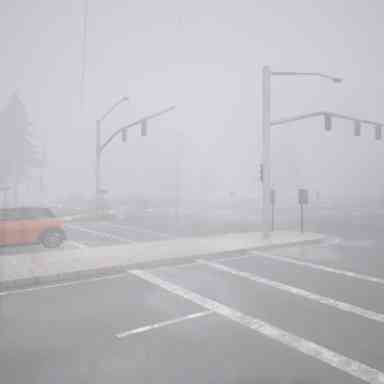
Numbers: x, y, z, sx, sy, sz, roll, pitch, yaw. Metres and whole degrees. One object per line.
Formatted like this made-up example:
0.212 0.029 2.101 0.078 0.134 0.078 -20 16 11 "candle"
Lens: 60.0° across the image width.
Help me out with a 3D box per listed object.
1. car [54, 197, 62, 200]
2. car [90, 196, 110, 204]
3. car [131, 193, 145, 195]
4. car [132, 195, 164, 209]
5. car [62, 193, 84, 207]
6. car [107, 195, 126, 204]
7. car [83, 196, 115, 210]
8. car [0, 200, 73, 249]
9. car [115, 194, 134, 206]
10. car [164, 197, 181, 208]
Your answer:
-23.411 1.564 59.244 1.994 1.385 4.181 0 0 -34 "car"
-17.346 1.491 62.786 2.128 1.511 4.902 0 0 -35 "car"
-9.009 1.222 56.921 2.150 2.045 5.566 0 0 -35 "car"
-6.255 1.505 46.869 1.837 1.490 4.892 0 0 -35 "car"
-17.717 1.221 51.024 2.150 2.045 5.566 0 0 -35 "car"
-14.795 1.478 65.274 1.882 1.535 5.008 0 0 -34 "car"
-12.056 1.505 42.947 1.837 1.490 4.892 0 0 -35 "car"
-7.340 1.351 12.860 4.553 1.767 2.097 0 0 -35 "car"
-11.495 1.505 54.362 1.837 1.490 4.892 0 0 -35 "car"
-3.472 1.505 48.997 1.837 1.490 4.892 0 0 -35 "car"
